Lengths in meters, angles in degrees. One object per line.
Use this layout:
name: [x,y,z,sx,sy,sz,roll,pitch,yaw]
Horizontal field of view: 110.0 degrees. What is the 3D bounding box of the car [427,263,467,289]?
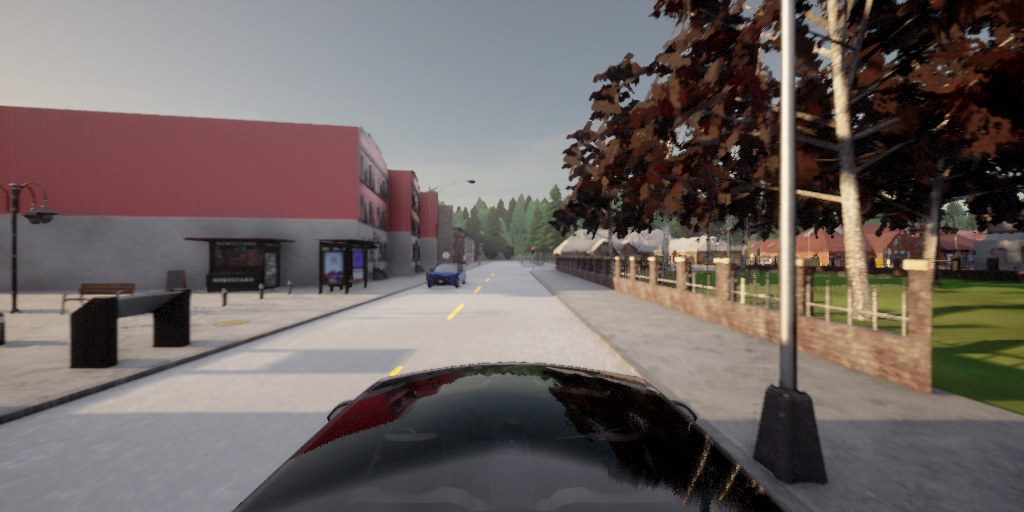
car: [-4.099,1.198,23.147,1.882,1.535,5.008,0,0,0]
